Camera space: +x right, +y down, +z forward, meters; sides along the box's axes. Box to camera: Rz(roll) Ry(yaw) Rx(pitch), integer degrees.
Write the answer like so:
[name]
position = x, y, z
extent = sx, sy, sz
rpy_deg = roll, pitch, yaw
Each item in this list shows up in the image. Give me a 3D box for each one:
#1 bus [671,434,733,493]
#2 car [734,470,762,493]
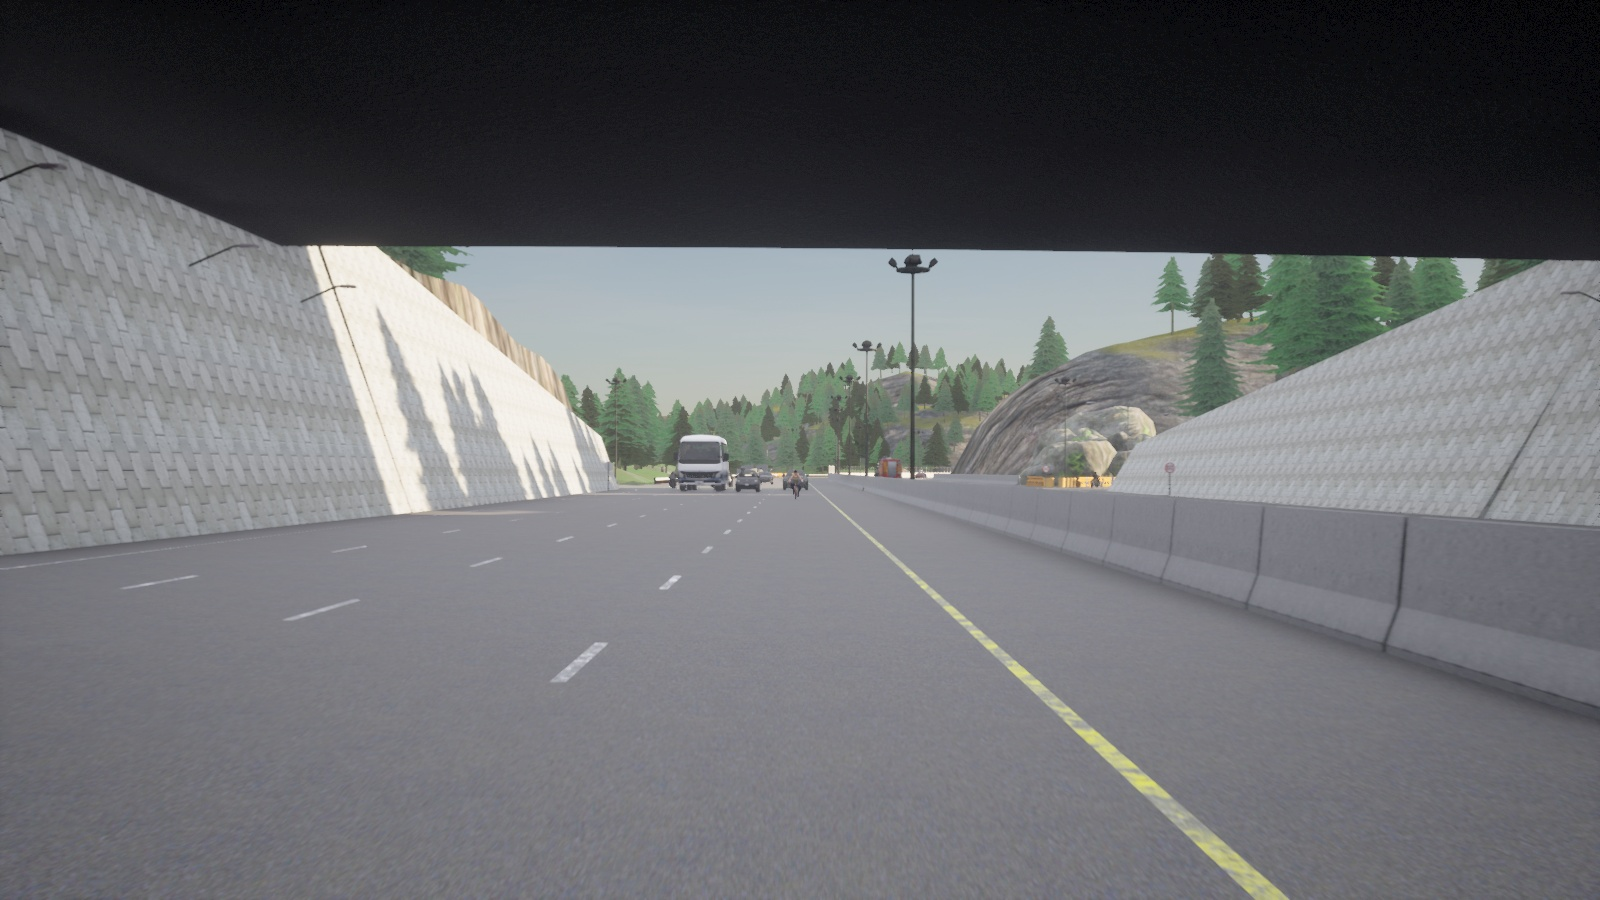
[bus]
position = -7.319, 1.064, 95.392
extent = 3.944, 4.253, 10.273
rpy_deg = 0, -1, 0
[car]
position = -3.802, 2.268, 91.988
extent = 1.851, 1.617, 3.988
rpy_deg = 0, -1, 0
